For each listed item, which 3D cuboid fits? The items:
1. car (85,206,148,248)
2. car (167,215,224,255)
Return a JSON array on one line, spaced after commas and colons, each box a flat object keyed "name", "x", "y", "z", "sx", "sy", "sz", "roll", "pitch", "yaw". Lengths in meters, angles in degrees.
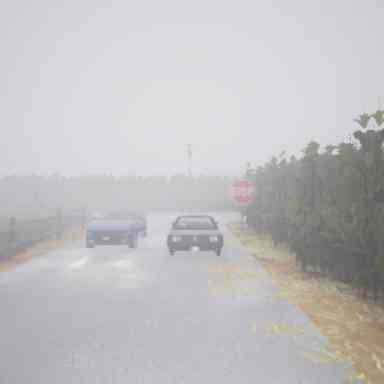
[{"name": "car", "x": -3.087, "y": 1.400, "z": 14.476, "sx": 1.882, "sy": 1.535, "sz": 5.008, "roll": 0, "pitch": 0, "yaw": 0}, {"name": "car", "x": 0.109, "y": 1.532, "z": 12.950, "sx": 1.895, "sy": 1.301, "sz": 4.718, "roll": 0, "pitch": 0, "yaw": 0}]
